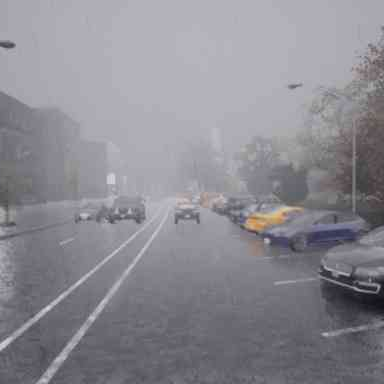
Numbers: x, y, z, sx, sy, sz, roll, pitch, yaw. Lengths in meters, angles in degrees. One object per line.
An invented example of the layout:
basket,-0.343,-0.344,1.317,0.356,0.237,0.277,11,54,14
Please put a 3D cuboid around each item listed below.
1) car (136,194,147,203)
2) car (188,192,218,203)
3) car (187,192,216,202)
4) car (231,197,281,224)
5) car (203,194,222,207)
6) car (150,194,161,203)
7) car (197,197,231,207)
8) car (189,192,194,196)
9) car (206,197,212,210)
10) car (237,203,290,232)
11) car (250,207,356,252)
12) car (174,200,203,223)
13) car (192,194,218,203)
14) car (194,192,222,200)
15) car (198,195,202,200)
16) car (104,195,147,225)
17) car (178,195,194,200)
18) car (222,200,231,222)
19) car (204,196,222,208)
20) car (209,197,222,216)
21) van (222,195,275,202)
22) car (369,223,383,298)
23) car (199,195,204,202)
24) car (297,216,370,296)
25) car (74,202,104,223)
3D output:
car,-10.096,1.265,66.719,1.882,1.535,5.008,0,2,-5
car,2.181,1.025,67.170,5.566,2.045,2.435,0,2,-25
car,1.951,0.958,70.162,5.566,2.045,2.435,0,1,-26
car,5.004,1.371,19.720,4.553,1.767,2.185,1,0,-22
car,4.198,1.421,40.512,4.553,1.767,2.185,1,0,-23
car,-7.260,1.153,66.375,2.097,1.767,4.553,0,1,-5
car,3.440,1.554,52.391,4.792,1.488,2.163,1,0,-24
car,2.945,1.203,58.287,5.566,2.045,2.435,0,1,-25
car,4.466,1.530,34.573,5.008,1.535,2.097,1,0,-23
car,5.105,1.493,16.757,5.008,1.535,2.097,1,0,-22
car,5.147,1.519,13.774,4.792,1.488,2.163,1,0,-21
car,-0.403,1.552,25.481,1.812,1.442,4.674,0,0,-2
car,2.498,1.218,64.244,4.553,1.767,2.185,0,2,-25
car,3.649,1.293,49.422,5.566,2.045,2.435,1,0,-24
car,3.824,1.555,46.437,4.892,1.521,2.231,1,1,-24
car,-4.726,1.252,25.018,2.150,2.045,5.566,0,0,-2
car,-1.132,1.545,41.237,1.882,1.535,5.008,0,0,-3
car,4.954,1.502,22.692,5.008,1.535,2.097,1,0,-22
car,4.497,1.538,37.613,5.366,1.575,1.946,1,0,-23
car,4.618,1.523,31.598,5.008,1.535,2.097,1,0,-23
van,4.956,1.284,25.716,4.442,1.987,1.878,1,0,-22
car,5.269,1.359,4.866,4.553,1.767,2.185,1,0,-21
car,3.993,1.552,43.472,5.008,1.535,2.097,1,0,-24
car,5.279,1.487,7.840,4.892,1.521,2.231,1,0,-21
car,-7.551,1.526,25.546,2.128,1.511,4.902,0,0,-2
